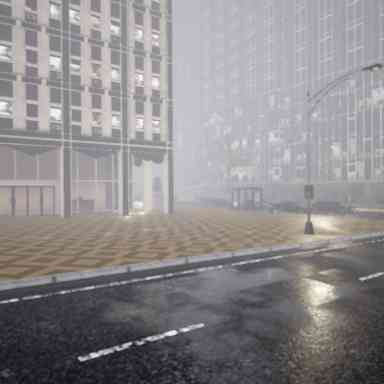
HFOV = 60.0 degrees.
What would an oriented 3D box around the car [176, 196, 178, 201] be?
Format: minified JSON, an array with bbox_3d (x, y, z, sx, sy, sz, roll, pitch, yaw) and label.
[{"bbox_3d":[-4.594,1.202,72.946,1.802,1.307,4.206,0,1,-34],"label":"car"}]

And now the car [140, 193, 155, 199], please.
[{"bbox_3d":[-11.024,0.954,82.317,1.967,1.590,4.097,0,1,-34],"label":"car"}]

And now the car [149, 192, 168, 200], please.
[{"bbox_3d":[-7.808,0.882,77.630,2.192,1.841,5.009,0,1,-34],"label":"car"}]

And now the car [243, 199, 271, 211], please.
[{"bbox_3d":[7.692,1.590,40.023,1.802,1.307,4.206,0,1,-34],"label":"car"}]

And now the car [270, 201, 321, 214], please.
[{"bbox_3d":[10.893,1.624,35.324,1.947,1.339,4.313,0,1,-34],"label":"car"}]

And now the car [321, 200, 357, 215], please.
[{"bbox_3d":[14.651,1.583,34.639,1.812,1.442,4.674,-1,1,-34],"label":"car"}]

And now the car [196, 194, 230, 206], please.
[{"bbox_3d":[3.390,1.427,51.070,2.033,1.411,5.357,-1,1,-34],"label":"car"}]

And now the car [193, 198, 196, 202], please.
[{"bbox_3d":[1.836,1.307,63.571,1.802,1.307,4.206,0,1,-34],"label":"car"}]

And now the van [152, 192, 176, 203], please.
[{"bbox_3d":[-5.074,1.144,58.830,1.690,1.788,3.998,0,1,-34],"label":"van"}]

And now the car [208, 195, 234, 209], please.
[{"bbox_3d":[4.525,1.523,44.742,1.947,1.339,4.313,0,1,-34],"label":"car"}]

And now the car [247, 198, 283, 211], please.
[{"bbox_3d":[9.266,1.537,42.485,1.994,1.385,4.181,-1,1,-35],"label":"car"}]

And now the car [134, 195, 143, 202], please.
[{"bbox_3d":[-11.505,1.248,68.205,2.008,1.369,4.403,0,1,-34],"label":"car"}]
